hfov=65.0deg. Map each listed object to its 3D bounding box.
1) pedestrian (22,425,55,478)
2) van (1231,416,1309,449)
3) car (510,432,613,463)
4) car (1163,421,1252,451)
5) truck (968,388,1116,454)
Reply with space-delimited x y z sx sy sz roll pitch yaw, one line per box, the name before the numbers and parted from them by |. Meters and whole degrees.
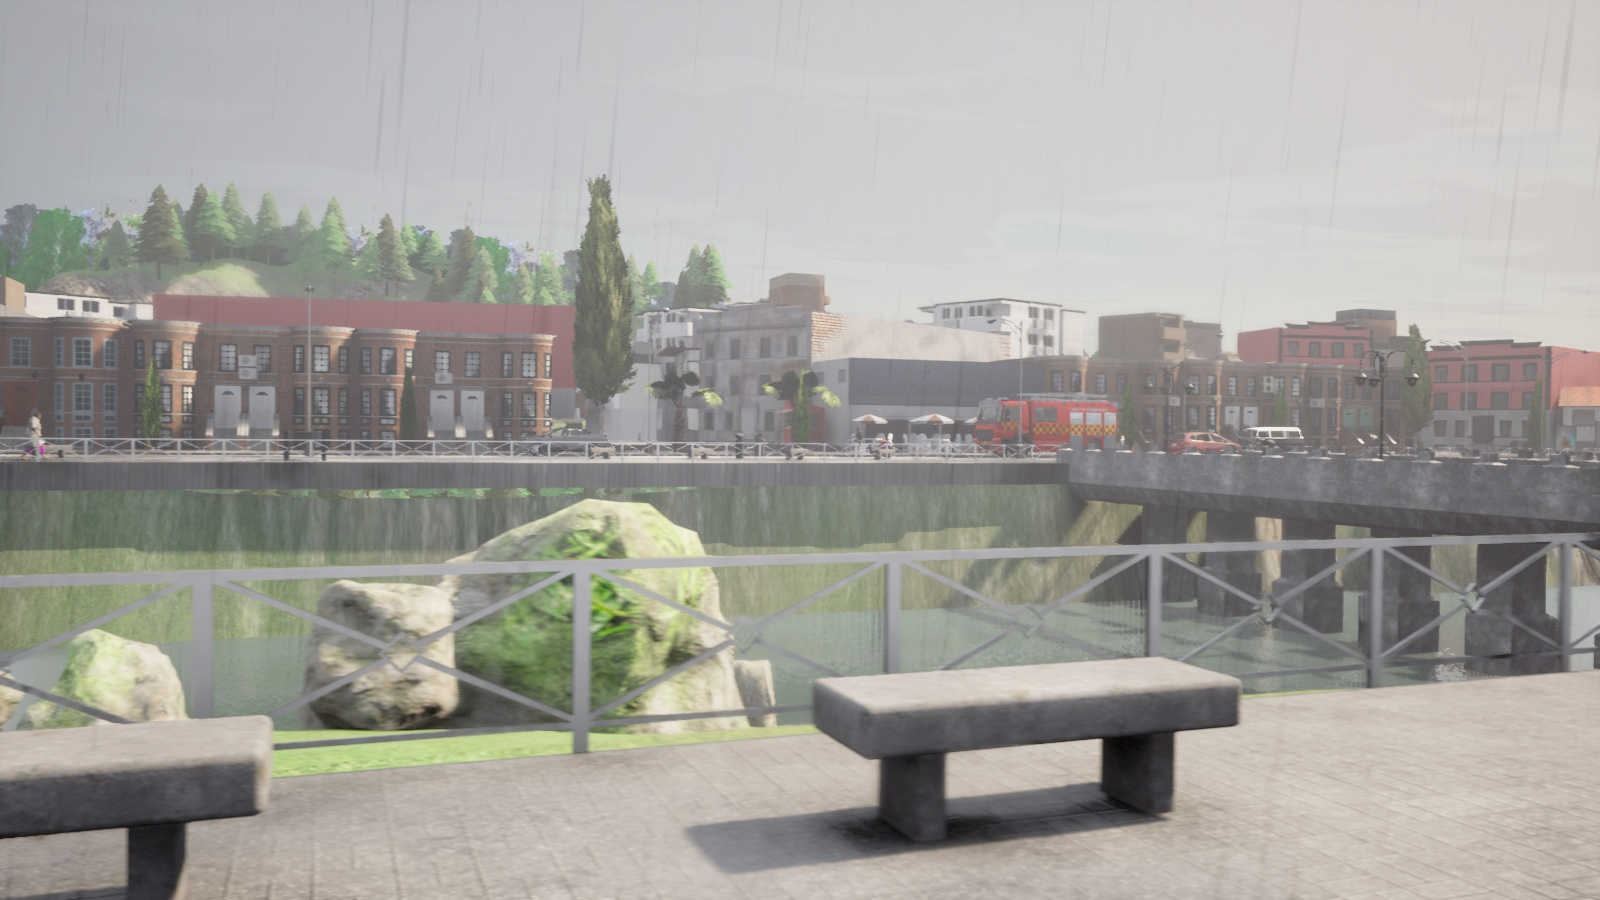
pedestrian | -28.337 0.054 46.748 0.873 1.952 0.659 -1 1 -16
van | 30.446 -1.131 81.304 4.480 2.038 2.069 -1 1 -21
car | -12.350 -0.171 65.045 4.902 1.511 2.128 -1 1 -21
car | 24.218 -0.834 74.661 4.611 1.667 2.242 -1 1 -21
truck | 14.510 -1.748 75.238 8.468 3.827 2.891 -1 1 -21
